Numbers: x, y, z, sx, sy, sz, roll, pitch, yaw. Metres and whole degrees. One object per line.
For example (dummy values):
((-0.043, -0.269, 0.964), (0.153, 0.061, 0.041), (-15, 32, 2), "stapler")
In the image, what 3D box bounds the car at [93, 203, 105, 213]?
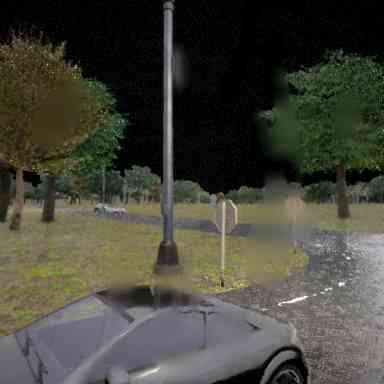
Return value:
((-16.639, 2.832, 61.309), (2.097, 1.767, 4.553), (2, -2, -34), "car")

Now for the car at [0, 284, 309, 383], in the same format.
((-0.726, 1.774, 3.377), (4.181, 1.385, 1.994), (1, -1, -36), "car")

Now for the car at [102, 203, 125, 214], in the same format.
((-12.910, 2.984, 55.791), (1.895, 1.301, 4.718), (2, -2, -34), "car")
